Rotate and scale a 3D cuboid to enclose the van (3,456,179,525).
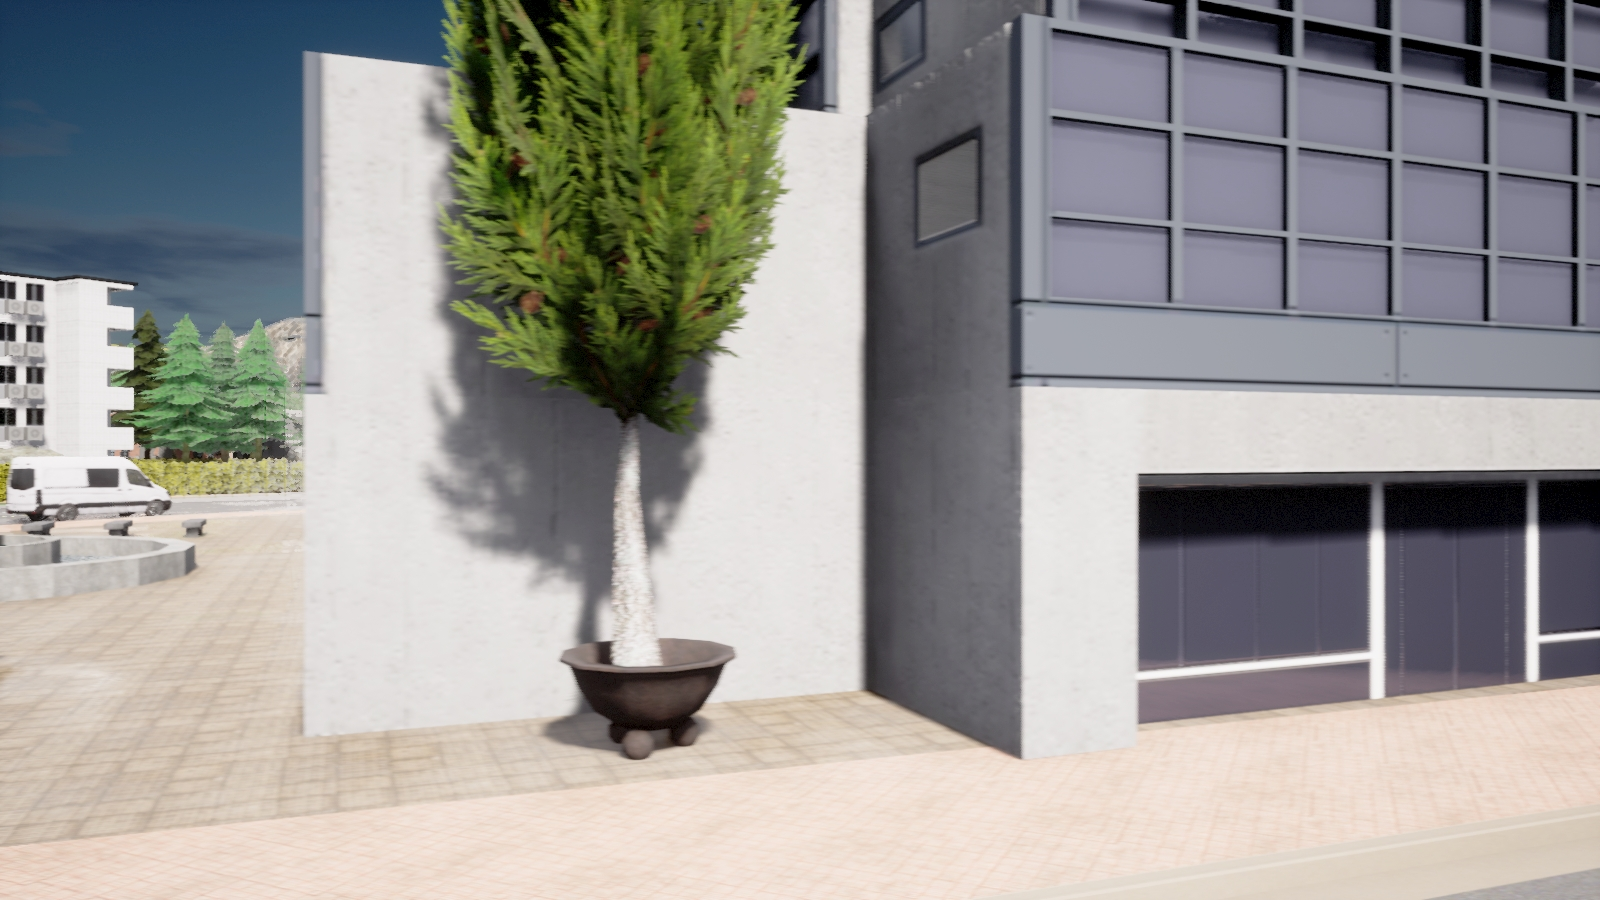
[{"bbox_3d":[-28.441,1.538,46.124,1.988,2.561,5.915,0,0,24],"label":"van"}]
